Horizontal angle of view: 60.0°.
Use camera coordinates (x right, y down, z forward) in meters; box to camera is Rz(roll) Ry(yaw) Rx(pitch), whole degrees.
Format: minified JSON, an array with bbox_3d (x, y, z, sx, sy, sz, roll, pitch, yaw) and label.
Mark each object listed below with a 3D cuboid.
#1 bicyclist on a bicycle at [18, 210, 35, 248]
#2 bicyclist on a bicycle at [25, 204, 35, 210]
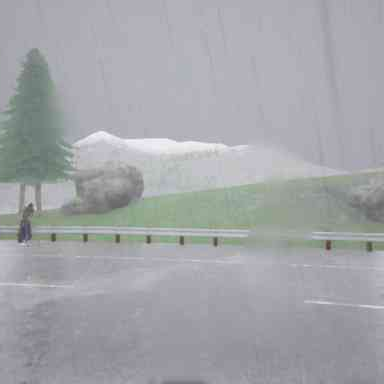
[{"bbox_3d":[-6.981,1.725,13.948,0.582,1.656,1.620,1,-1,-30],"label":"bicyclist on a bicycle"},{"bbox_3d":[-8.301,1.410,16.816,0.582,1.620,1.656,17,-25,-34],"label":"bicyclist on a bicycle"}]
